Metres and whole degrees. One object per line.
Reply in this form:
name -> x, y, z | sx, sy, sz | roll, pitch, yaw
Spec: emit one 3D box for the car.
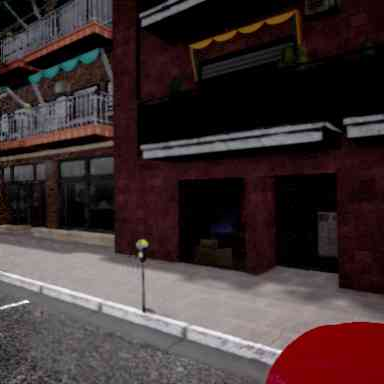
car -> 2.590, 1.312, 1.043 | 5.009, 1.841, 2.192 | 0, -1, 36
